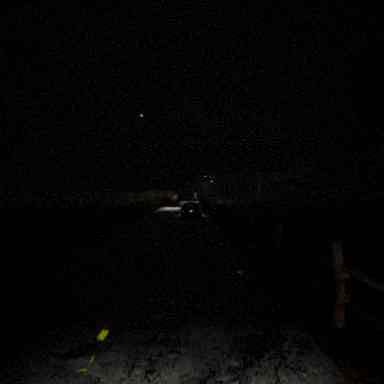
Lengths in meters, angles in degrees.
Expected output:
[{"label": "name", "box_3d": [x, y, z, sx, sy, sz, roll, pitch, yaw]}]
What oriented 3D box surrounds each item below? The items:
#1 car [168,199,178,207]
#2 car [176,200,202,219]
[{"label": "car", "box_3d": [-3.102, 1.870, 56.408, 1.895, 1.301, 4.718, 0, 0, 0]}, {"label": "car", "box_3d": [-0.084, 1.637, 29.854, 2.033, 1.411, 5.357, 0, 0, 0]}]
